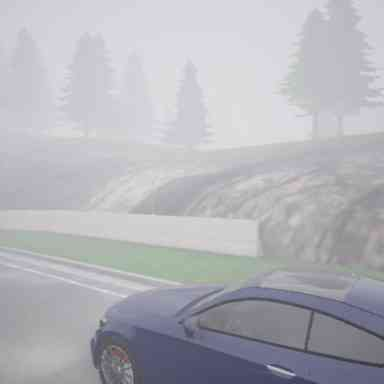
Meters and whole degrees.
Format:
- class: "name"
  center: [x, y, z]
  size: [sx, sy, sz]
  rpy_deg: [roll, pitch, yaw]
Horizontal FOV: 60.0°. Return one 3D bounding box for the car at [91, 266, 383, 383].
- class: "car"
  center: [0.969, 1.535, 3.387]
  size: [4.674, 1.442, 1.812]
  rpy_deg: [0, 0, 36]
